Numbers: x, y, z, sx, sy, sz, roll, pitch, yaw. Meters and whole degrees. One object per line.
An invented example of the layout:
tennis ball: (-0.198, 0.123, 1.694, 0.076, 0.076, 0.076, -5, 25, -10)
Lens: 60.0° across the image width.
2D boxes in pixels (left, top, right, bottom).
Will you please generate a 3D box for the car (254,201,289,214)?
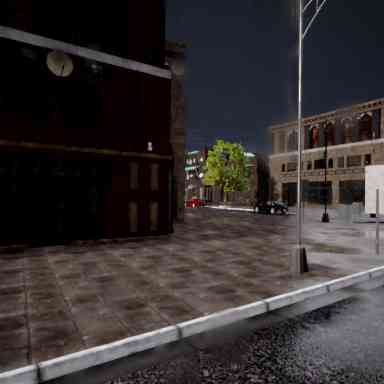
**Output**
car: (8.480, 1.624, 35.978, 2.008, 1.369, 4.403, 1, -1, -27)

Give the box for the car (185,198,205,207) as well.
car: (0.398, 1.621, 51.452, 1.887, 1.381, 4.507, 1, -1, -27)
